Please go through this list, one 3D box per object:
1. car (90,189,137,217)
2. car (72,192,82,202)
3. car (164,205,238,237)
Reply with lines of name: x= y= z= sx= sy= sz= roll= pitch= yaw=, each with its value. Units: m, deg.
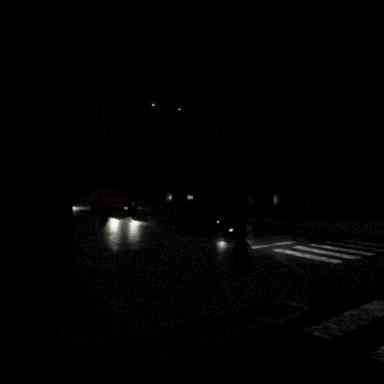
car: x=-6.480 y=0.802 z=26.798 sx=2.150 sy=2.045 sz=5.566 roll=0 pitch=1 yaw=-36
car: x=-17.182 y=0.712 z=47.125 sx=2.033 sy=1.411 sz=5.357 roll=0 pitch=1 yaw=-35
car: x=0.510 y=1.376 z=16.865 sx=1.895 sy=1.301 sz=4.718 roll=0 pitch=1 yaw=-35
